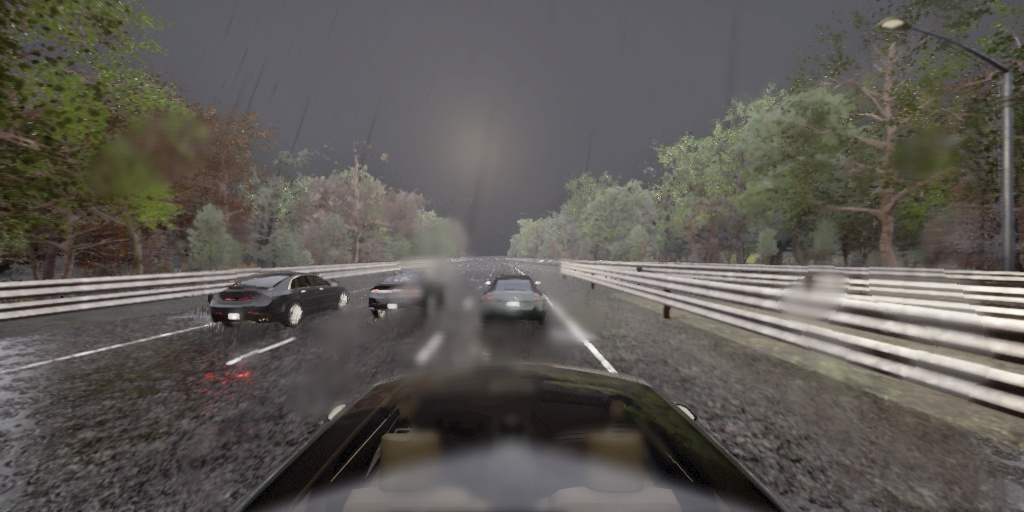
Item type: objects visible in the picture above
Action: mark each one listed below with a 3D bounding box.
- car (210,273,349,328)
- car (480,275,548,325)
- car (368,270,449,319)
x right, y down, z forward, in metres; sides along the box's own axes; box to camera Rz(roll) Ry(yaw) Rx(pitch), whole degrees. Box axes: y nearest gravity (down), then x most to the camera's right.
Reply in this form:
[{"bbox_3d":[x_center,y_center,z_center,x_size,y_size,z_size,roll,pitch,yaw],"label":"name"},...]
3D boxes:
[{"bbox_3d":[-6.949,1.258,11.375,1.837,1.490,4.892,0,0,0],"label":"car"},{"bbox_3d":[0.046,1.315,11.871,1.994,1.385,4.181,0,0,0],"label":"car"},{"bbox_3d":[-3.461,1.244,12.793,2.128,1.511,4.902,0,0,0],"label":"car"}]
